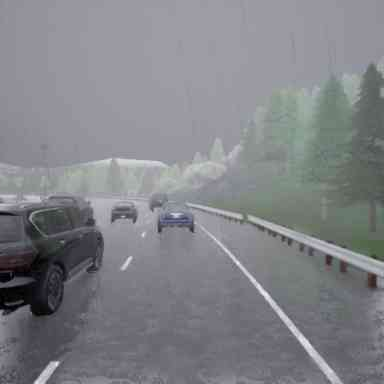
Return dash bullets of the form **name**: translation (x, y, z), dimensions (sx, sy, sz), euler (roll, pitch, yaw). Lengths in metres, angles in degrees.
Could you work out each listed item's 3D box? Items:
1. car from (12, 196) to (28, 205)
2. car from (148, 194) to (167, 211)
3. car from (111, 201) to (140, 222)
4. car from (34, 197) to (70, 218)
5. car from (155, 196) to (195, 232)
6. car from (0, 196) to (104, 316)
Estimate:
- **car**: translation (-30.790, 1.543, 59.685), dimensions (1.837, 1.490, 4.892), euler (0, 0, -18)
- **car**: translation (-4.115, 1.231, 40.955), dimensions (2.150, 2.045, 5.566), euler (0, 0, -11)
- **car**: translation (-5.252, 1.516, 26.224), dimensions (1.837, 1.490, 4.892), euler (0, 0, -7)
- **car**: translation (-13.070, 1.378, 31.315), dimensions (2.097, 1.767, 4.553), euler (0, 0, -9)
- **car**: translation (-1.074, 1.355, 20.445), dimensions (2.097, 1.767, 4.553), euler (0, 0, -6)
- **car**: translation (-3.633, 1.229, 7.627), dimensions (2.150, 2.045, 5.566), euler (0, 0, -2)
